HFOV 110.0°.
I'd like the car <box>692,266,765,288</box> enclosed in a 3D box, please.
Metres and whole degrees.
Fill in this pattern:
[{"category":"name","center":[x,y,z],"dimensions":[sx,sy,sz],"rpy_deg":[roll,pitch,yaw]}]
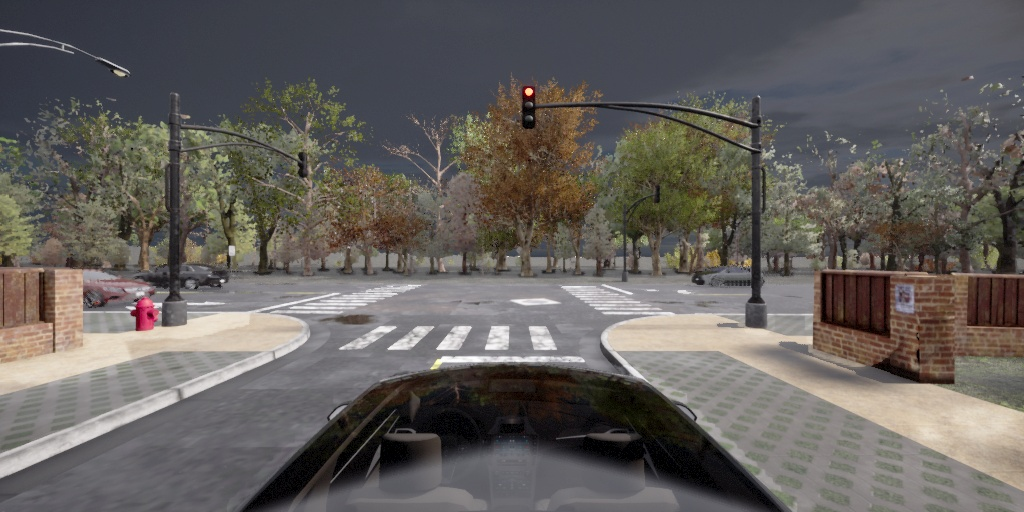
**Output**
[{"category":"car","center":[14.379,1.377,23.953],"dimensions":[4.181,1.385,1.994],"rpy_deg":[0,0,0]}]

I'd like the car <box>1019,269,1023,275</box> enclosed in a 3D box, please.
[{"category":"car","center":[37.812,1.110,23.945],"dimensions":[5.566,2.045,2.150],"rpy_deg":[0,0,0]}]

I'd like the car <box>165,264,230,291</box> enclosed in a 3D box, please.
[{"category":"car","center":[-19.117,1.189,20.683],"dimensions":[4.892,1.490,1.837],"rpy_deg":[0,0,0]}]

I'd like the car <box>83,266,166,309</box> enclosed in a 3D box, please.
[{"category":"car","center":[-16.819,1.211,13.975],"dimensions":[4.674,1.442,1.812],"rpy_deg":[0,0,0]}]
